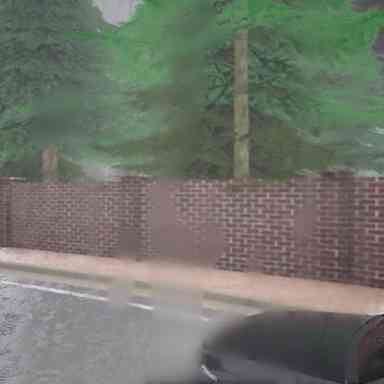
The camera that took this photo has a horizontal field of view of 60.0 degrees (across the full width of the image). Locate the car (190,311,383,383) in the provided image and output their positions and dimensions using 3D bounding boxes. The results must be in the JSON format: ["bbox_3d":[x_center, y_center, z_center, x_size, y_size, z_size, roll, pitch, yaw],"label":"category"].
[{"bbox_3d":[2.132,1.494,2.140,4.674,1.442,1.812,0,1,36],"label":"car"}]
